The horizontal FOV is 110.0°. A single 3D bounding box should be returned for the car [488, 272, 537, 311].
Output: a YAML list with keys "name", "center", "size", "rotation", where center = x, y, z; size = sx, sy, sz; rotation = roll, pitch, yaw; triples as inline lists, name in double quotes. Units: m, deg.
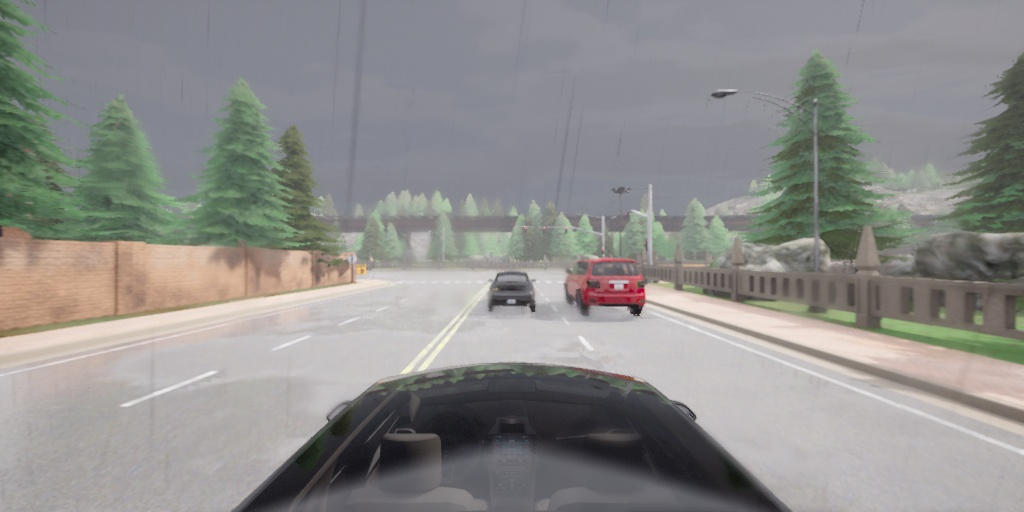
- name: "car"
  center: [0.013, 1.403, 15.354]
  size: [1.837, 1.490, 4.892]
  rotation: [0, 0, 0]

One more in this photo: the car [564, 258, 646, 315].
- name: "car"
  center: [3.503, 1.110, 14.405]
  size: [2.150, 2.045, 5.566]
  rotation: [0, 0, 0]
